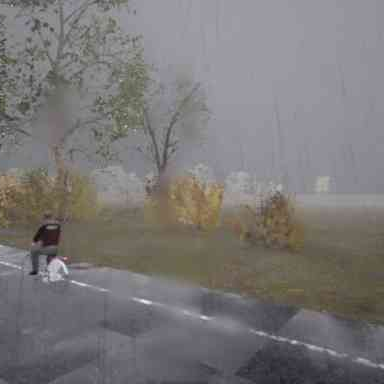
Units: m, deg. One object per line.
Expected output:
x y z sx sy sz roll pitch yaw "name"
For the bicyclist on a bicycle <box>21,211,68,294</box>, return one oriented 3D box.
-3.345 1.311 7.446 1.843 1.776 0.659 1 1 35 "bicyclist on a bicycle"
